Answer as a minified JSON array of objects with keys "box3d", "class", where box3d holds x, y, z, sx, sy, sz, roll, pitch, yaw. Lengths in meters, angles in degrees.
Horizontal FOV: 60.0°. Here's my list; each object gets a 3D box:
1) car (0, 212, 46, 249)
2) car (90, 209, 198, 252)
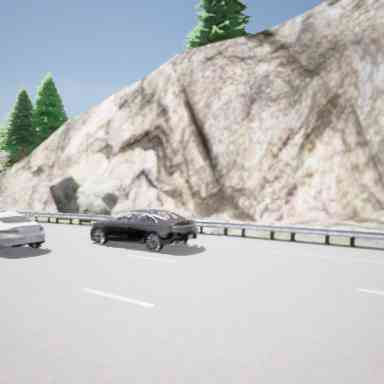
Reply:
[{"box3d":[-7.668,1.494,12.978,4.674,1.442,1.812,0,0,31],"class":"car"},{"box3d":[-2.094,1.457,13.631,4.902,1.511,2.128,0,0,33],"class":"car"}]
